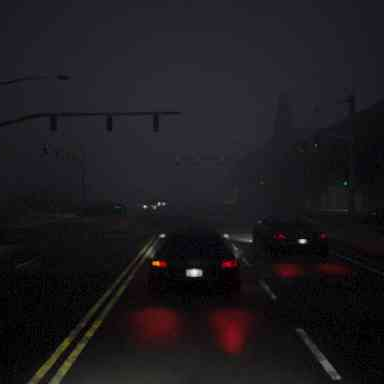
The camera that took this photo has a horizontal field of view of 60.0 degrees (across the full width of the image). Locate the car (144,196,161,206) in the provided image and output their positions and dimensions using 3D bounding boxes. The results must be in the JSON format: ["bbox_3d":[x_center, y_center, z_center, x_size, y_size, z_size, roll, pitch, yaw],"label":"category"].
[{"bbox_3d":[-7.010,1.536,57.590,1.882,1.535,5.008,0,0,2],"label":"car"}]

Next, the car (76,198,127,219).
[{"bbox_3d":[-8.112,1.522,29.638,4.902,1.511,2.128,0,0,26],"label":"car"}]

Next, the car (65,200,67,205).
[{"bbox_3d":[-21.418,1.209,51.226,3.866,1.878,1.905,0,0,0],"label":"car"}]

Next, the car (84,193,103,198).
[{"bbox_3d":[-21.444,1.229,70.849,3.866,1.878,1.905,0,0,0],"label":"car"}]

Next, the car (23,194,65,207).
[{"bbox_3d":[-21.474,1.203,48.331,4.605,1.855,1.932,0,0,0],"label":"car"}]

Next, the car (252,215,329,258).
[{"bbox_3d":[3.567,1.575,12.768,1.994,1.385,4.181,0,0,0],"label":"car"}]

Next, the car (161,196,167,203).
[{"bbox_3d":[-6.551,1.598,73.111,2.128,1.511,4.902,0,0,2],"label":"car"}]

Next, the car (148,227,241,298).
[{"bbox_3d":[0.058,1.573,8.594,1.994,1.385,4.181,0,0,0],"label":"car"}]

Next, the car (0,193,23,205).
[{"bbox_3d":[-38.964,1.226,70.838,4.605,1.855,1.932,0,0,0],"label":"car"}]

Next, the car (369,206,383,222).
[{"bbox_3d":[15.461,1.588,24.538,4.181,1.385,1.994,0,0,1],"label":"car"}]

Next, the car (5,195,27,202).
[{"bbox_3d":[-38.898,1.440,73.734,3.905,1.438,1.784,0,0,0],"label":"car"}]

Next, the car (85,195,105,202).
[{"bbox_3d":[-21.431,1.471,73.744,3.806,1.475,1.970,0,0,0],"label":"car"}]
